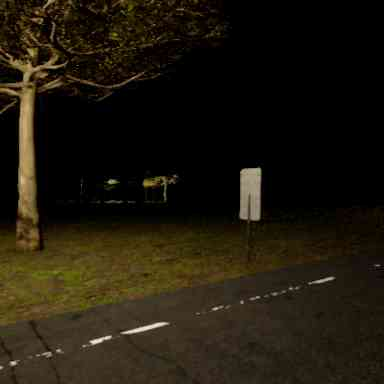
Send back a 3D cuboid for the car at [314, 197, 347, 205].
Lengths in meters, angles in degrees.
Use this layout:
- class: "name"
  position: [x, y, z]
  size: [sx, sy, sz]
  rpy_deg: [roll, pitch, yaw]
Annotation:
- class: "car"
  position: [23.640, 1.517, 57.095]
  size: [2.033, 1.411, 5.357]
  rpy_deg: [2, -2, -36]
